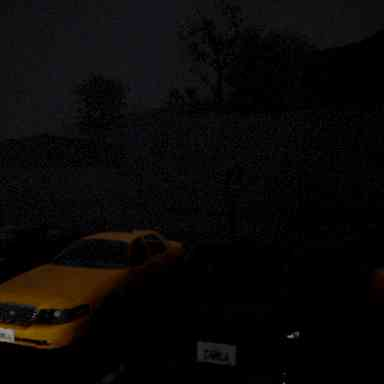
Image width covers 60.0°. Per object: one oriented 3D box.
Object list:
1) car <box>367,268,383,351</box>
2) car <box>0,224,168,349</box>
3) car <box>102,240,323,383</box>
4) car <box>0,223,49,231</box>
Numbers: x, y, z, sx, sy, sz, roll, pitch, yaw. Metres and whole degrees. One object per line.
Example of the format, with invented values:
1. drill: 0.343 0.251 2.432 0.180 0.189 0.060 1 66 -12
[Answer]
1. car: 3.218 1.487 3.289 1.946 1.575 5.366 1 -1 16
2. car: -1.638 1.488 6.755 1.946 1.575 5.366 0 -1 16
3. car: 0.842 1.523 5.230 2.163 1.488 4.792 0 -1 15
4. car: -4.022 1.537 8.662 2.002 1.452 4.674 0 -1 16
